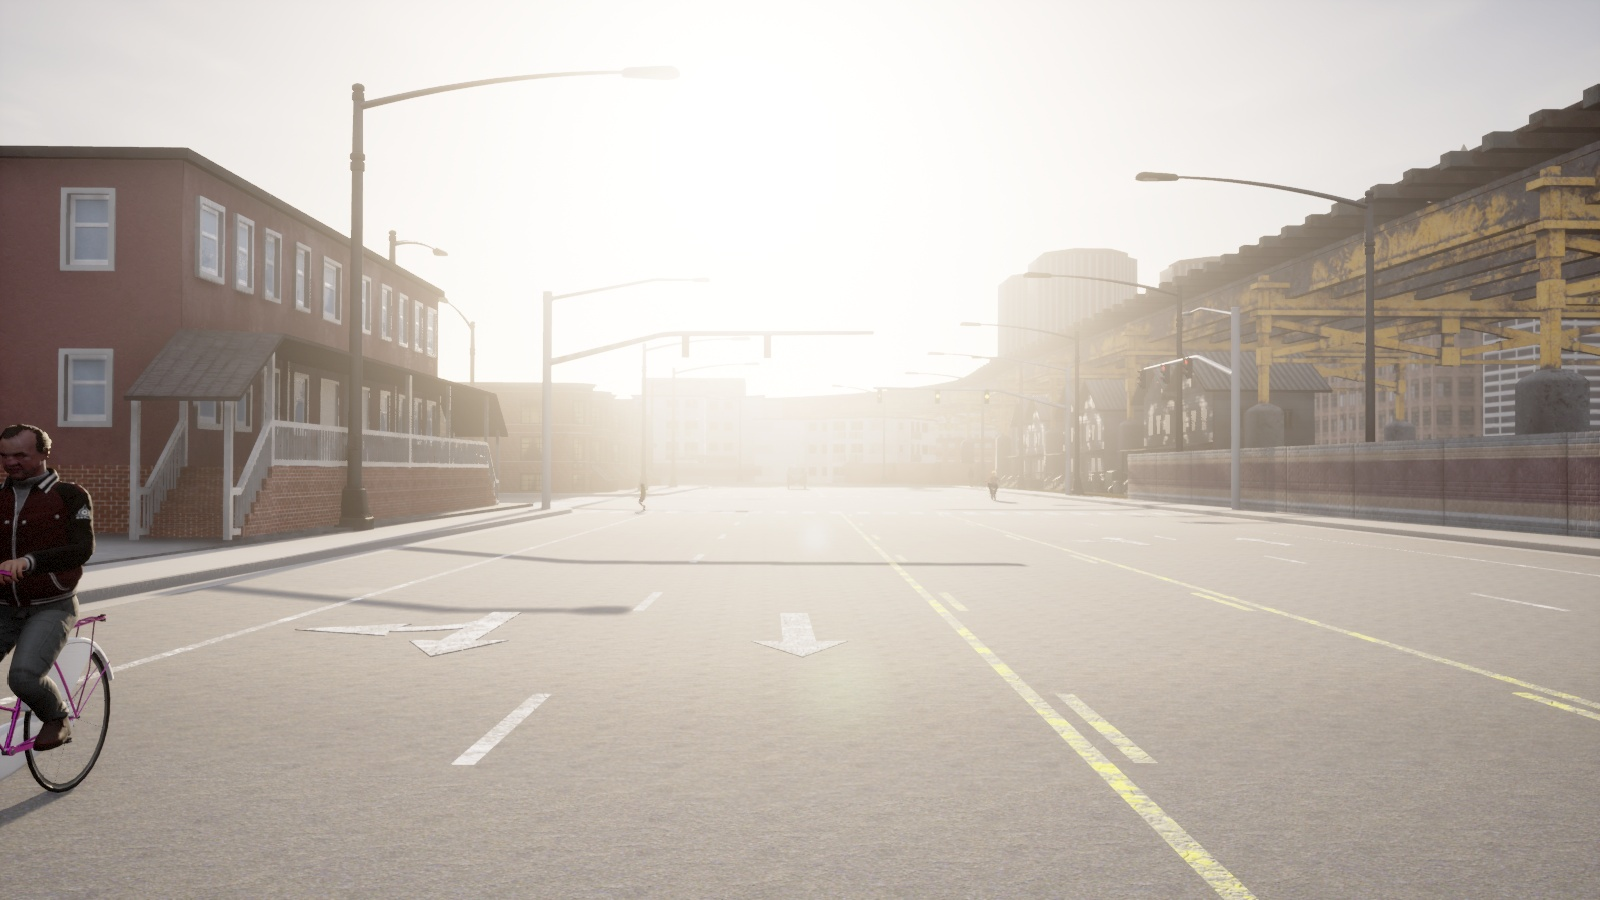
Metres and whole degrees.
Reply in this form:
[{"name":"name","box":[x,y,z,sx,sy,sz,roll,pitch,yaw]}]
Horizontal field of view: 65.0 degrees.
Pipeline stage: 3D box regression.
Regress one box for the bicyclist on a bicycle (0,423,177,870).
[{"name":"bicyclist on a bicycle","box":[-3.513,0.791,5.486,0.659,1.776,1.843,0,-1,0]}]
